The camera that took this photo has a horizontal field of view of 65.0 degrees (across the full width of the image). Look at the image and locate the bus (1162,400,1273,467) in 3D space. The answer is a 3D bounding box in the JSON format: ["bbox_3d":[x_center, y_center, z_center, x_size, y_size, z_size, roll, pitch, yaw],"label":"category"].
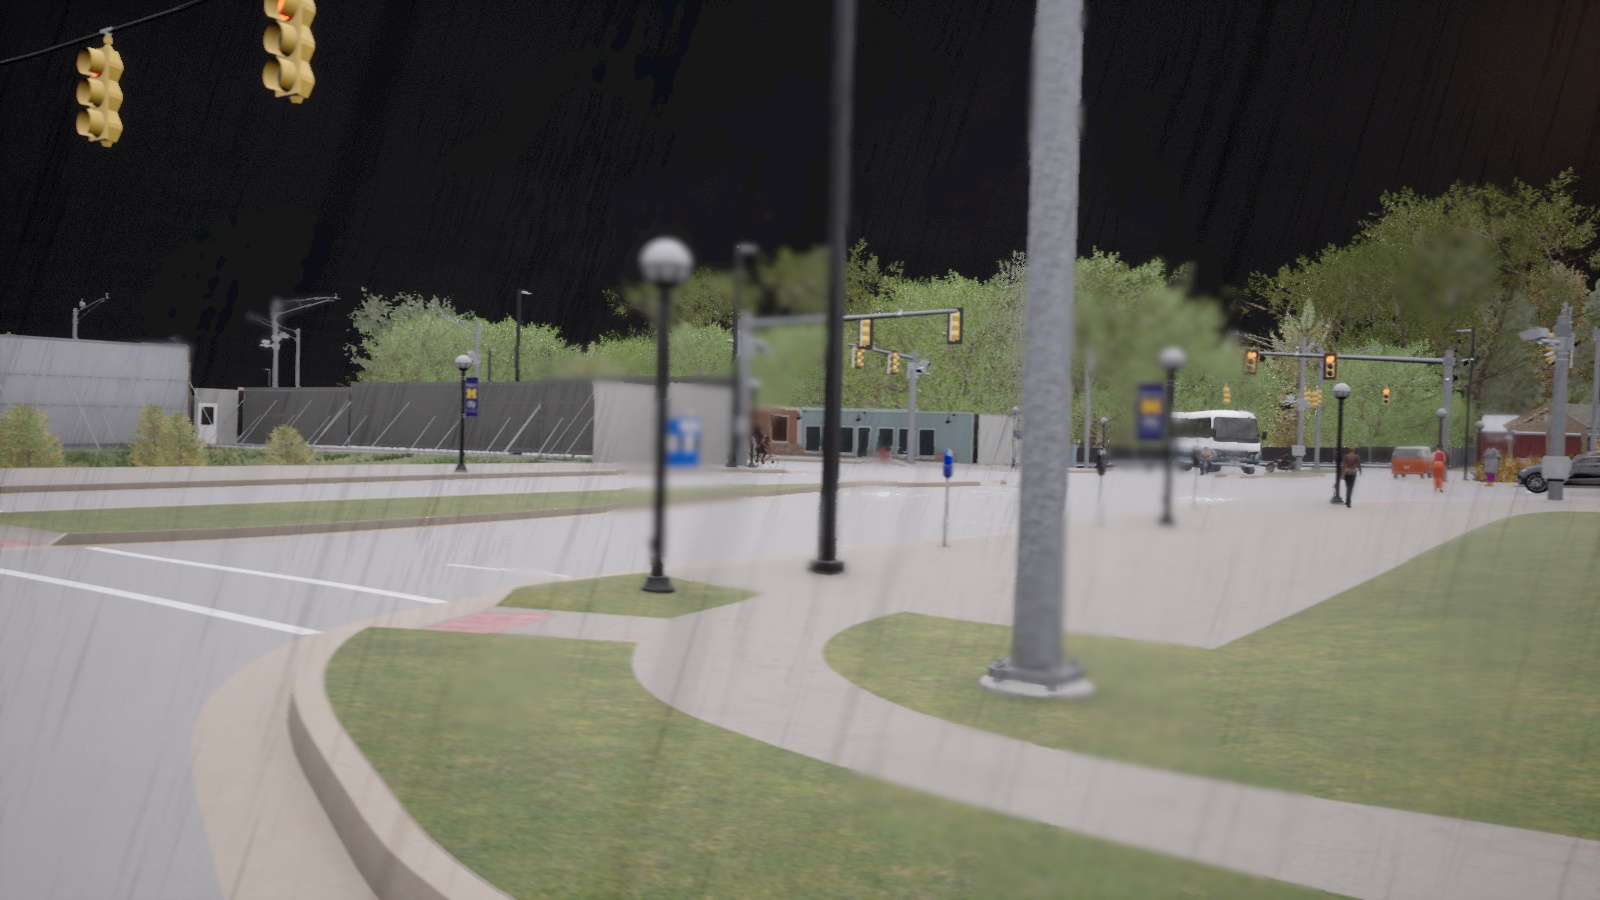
[{"bbox_3d":[28.259,-1.047,85.594,3.944,4.253,10.273,1,0,-1],"label":"bus"}]

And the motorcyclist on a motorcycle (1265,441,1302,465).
[{"bbox_3d":[34.906,0.215,90.656,2.350,1.649,0.766,-1,0,35],"label":"motorcyclist on a motorcycle"}]

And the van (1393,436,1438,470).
[{"bbox_3d":[37.569,0.147,76.589,1.775,1.987,4.442,0,1,35],"label":"van"}]

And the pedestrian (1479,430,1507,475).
[{"bbox_3d":[30.474,0.097,55.223,0.873,1.952,0.659,0,2,-25],"label":"pedestrian"}]

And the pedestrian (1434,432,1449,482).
[{"bbox_3d":[24.194,0.258,47.383,0.345,1.836,0.594,1,2,14],"label":"pedestrian"}]

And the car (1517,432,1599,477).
[{"bbox_3d":[30.286,0.151,47.861,5.027,1.651,2.152,0,1,34],"label":"car"}]

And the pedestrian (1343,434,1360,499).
[{"bbox_3d":[15.834,0.459,36.026,0.331,1.846,0.634,2,2,31],"label":"pedestrian"}]
